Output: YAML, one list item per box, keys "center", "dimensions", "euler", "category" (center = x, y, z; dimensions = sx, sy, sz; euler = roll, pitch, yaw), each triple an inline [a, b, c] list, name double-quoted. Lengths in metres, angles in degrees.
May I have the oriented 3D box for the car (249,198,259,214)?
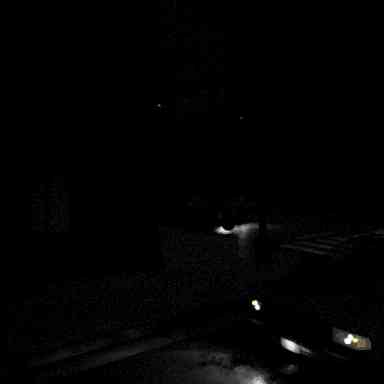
- center: [3.860, 1.038, 27.725]
  dimensions: [1.752, 1.417, 4.829]
  euler: [0, 1, -36]
  category: "car"

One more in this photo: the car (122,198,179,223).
- center: [-2.940, 1.185, 22.583]
  dimensions: [1.887, 1.381, 4.507]
  euler: [0, 1, -36]
  category: "car"

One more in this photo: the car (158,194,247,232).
- center: [0.286, 1.036, 18.148]
  dimensions: [2.192, 1.841, 5.009]
  euler: [0, 1, -36]
  category: "car"

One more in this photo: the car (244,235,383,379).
- center: [3.381, 1.493, 5.673]
  dimensions: [5.357, 1.411, 2.033]
  euler: [-1, 0, -36]
  category: "car"

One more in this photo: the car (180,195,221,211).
- center: [0.736, 1.020, 32.022]
  dimensions: [1.802, 1.307, 4.206]
  euler: [0, 1, -36]
  category: "car"

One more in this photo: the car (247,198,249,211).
- center: [1.206, 1.173, 21.551]
  dimensions: [1.812, 1.442, 4.674]
  euler: [-1, 1, -36]
  category: "car"
